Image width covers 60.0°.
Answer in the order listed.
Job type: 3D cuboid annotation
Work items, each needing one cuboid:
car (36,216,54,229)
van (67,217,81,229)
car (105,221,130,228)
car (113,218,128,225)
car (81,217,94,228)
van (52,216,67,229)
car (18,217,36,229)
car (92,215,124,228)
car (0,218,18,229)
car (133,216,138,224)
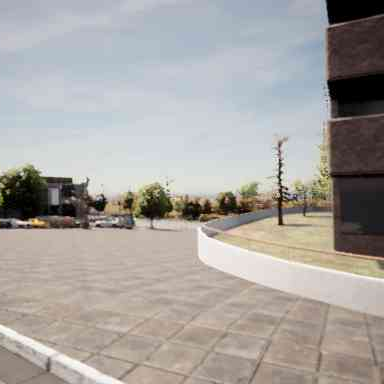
[{"bbox_3d":[-24.787,4.853,51.161,5.366,1.575,1.946,0,-6,5],"label":"car"},{"bbox_3d":[-21.930,5.203,56.620,4.442,1.987,1.878,0,-6,5],"label":"van"},{"bbox_3d":[-15.678,6.894,70.224,4.674,1.452,2.002,0,-6,5],"label":"car"},{"bbox_3d":[-19.506,8.030,91.056,1.946,1.575,5.366,0,1,10],"label":"car"},{"bbox_3d":[-20.766,5.714,59.324,4.892,1.521,2.231,0,-6,5],"label":"car"},{"bbox_3d":[-23.206,4.917,53.888,4.442,1.987,1.878,0,-6,5],"label":"van"},{"bbox_3d":[-25.881,4.611,48.416,4.674,1.452,2.002,0,-6,5],"label":"car"},{"bbox_3d":[-16.971,6.318,67.525,5.566,2.045,2.435,0,-6,5],"label":"car"},{"bbox_3d":[-27.143,4.324,45.678,4.674,1.452,2.002,0,-5,5],"label":"car"},{"bbox_3d":[-17.052,8.099,89.227,2.163,1.488,4.792,1,1,10],"label":"car"}]
